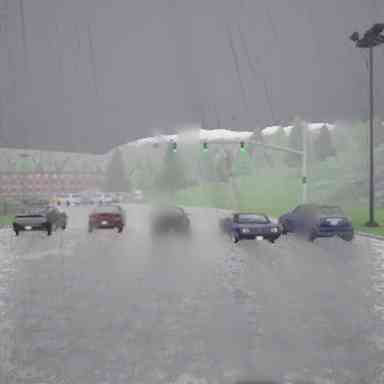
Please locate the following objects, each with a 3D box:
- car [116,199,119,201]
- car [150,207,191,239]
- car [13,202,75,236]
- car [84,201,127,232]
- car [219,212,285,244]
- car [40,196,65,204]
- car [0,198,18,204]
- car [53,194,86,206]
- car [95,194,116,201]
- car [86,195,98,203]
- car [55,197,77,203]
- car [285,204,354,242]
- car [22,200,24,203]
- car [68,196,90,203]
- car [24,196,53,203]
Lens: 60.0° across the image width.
[{"bbox_3d":[-16.877,1.726,68.387,4.181,1.385,1.994,0,0,38],"label":"car"},{"bbox_3d":[-1.179,1.543,17.649,1.837,1.490,4.892,0,0,-7],"label":"car"},{"bbox_3d":[-8.391,1.547,18.778,2.128,1.511,4.902,0,0,-8],"label":"car"},{"bbox_3d":[-5.100,1.530,20.485,1.882,1.535,5.008,0,0,-8],"label":"car"},{"bbox_3d":[2.560,1.628,16.016,1.895,1.301,4.718,0,0,-6],"label":"car"},{"bbox_3d":[-28.423,1.610,67.625,5.008,1.535,1.882,0,0,27],"label":"car"},{"bbox_3d":[-35.617,1.797,63.223,4.718,1.301,1.895,0,0,20],"label":"car"},{"bbox_3d":[-21.718,1.386,58.764,5.566,2.045,2.150,0,0,41],"label":"car"},{"bbox_3d":[-17.919,1.390,64.703,5.566,2.045,2.150,0,0,38],"label":"car"},{"bbox_3d":[-20.111,1.731,61.996,4.181,1.385,1.994,0,0,38],"label":"car"},{"bbox_3d":[-26.735,1.679,70.691,4.181,1.385,1.994,0,0,27],"label":"car"},{"bbox_3d":[5.974,1.373,16.592,2.097,1.767,4.553,0,0,-6],"label":"car"},{"bbox_3d":[-30.480,1.680,64.750,5.357,1.411,2.033,0,0,24],"label":"car"},{"bbox_3d":[-25.047,1.646,73.757,4.674,1.442,1.812,0,0,27],"label":"car"},{"bbox_3d":[-26.852,1.700,58.394,4.674,1.442,1.812,0,0,34],"label":"car"}]
